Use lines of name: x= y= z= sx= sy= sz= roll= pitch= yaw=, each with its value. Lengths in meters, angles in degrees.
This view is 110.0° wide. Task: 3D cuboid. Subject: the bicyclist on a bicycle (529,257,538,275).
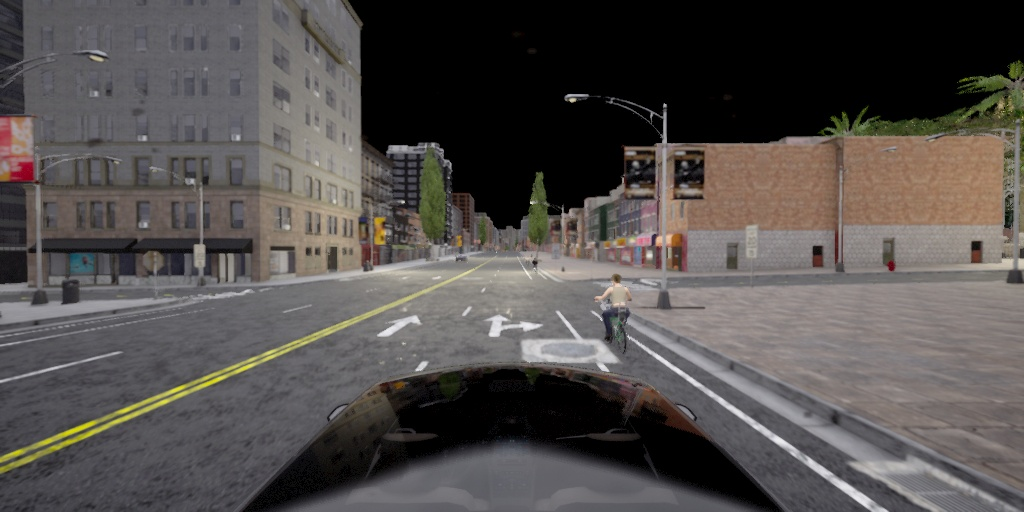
bicyclist on a bicycle: x=2.257 y=0.996 z=35.404 sx=0.659 sy=1.776 sz=1.843 roll=0 pitch=1 yaw=0

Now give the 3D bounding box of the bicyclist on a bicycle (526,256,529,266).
bicyclist on a bicycle: x=2.259 y=0.803 z=50.914 sx=0.866 sy=1.612 sz=1.509 roll=0 pitch=1 yaw=0

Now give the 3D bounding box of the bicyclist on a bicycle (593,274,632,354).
bicyclist on a bicycle: x=2.231 y=1.184 z=7.750 sx=0.866 sy=1.612 sz=1.509 roll=0 pitch=0 yaw=0
